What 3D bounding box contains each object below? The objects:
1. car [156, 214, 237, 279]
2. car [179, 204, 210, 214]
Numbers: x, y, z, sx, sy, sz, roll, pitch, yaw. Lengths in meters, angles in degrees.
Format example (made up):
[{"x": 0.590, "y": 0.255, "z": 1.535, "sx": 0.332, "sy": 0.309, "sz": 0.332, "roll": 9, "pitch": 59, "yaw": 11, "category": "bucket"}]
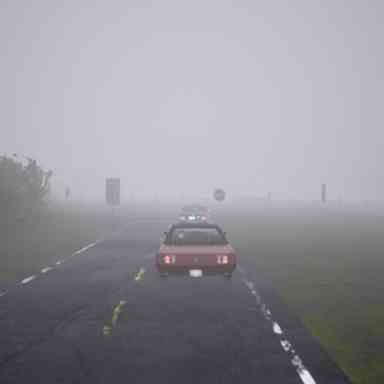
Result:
[{"x": 0.097, "y": 1.554, "z": 9.826, "sx": 1.895, "sy": 1.301, "sz": 4.718, "roll": 0, "pitch": 0, "yaw": 0, "category": "car"}, {"x": 0.123, "y": 1.448, "z": 20.674, "sx": 2.033, "sy": 1.411, "sz": 5.357, "roll": 0, "pitch": 0, "yaw": 1, "category": "car"}]
